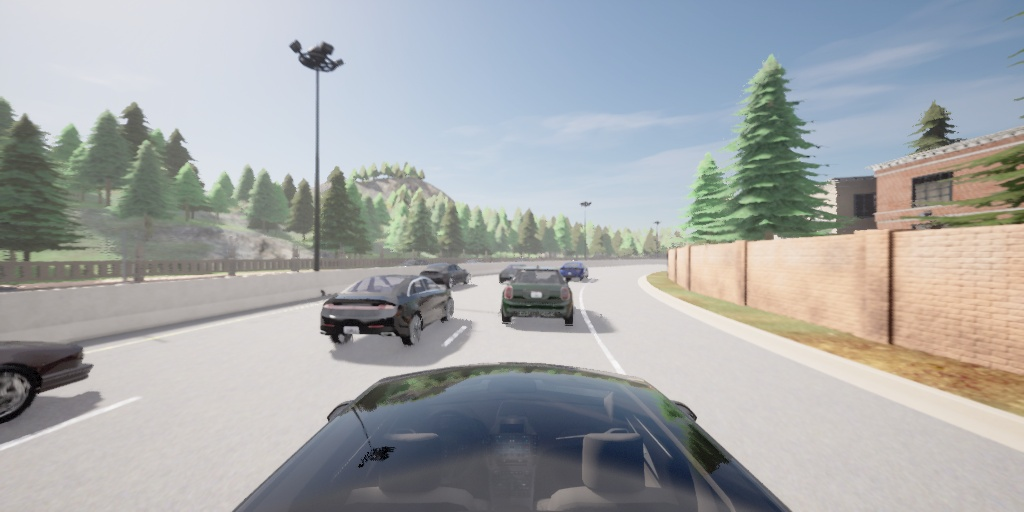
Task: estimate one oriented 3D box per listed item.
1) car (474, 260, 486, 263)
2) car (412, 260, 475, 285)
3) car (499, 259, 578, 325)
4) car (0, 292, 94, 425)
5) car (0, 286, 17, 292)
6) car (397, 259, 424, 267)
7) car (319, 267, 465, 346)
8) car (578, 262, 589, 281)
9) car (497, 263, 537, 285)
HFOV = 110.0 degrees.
[{"bbox_3d":[-5.379,1.206,50.039,2.033,1.411,5.357,0,0,28],"label":"car"},{"bbox_3d":[-4.188,1.206,22.905,1.837,1.490,4.892,0,0,13],"label":"car"},{"bbox_3d":[0.932,1.092,12.044,2.097,1.767,4.553,0,0,7],"label":"car"},{"bbox_3d":[-6.840,1.264,2.501,2.033,1.411,5.357,0,0,1],"label":"car"},{"bbox_3d":[-13.764,1.181,7.265,1.837,1.490,4.892,0,0,4],"label":"car"},{"bbox_3d":[-12.036,1.140,44.051,1.837,1.490,4.892,0,0,23],"label":"car"},{"bbox_3d":[-2.893,1.217,9.337,2.128,1.511,4.902,0,0,5],"label":"car"},{"bbox_3d":[5.336,1.214,30.499,1.882,1.535,5.008,0,0,19],"label":"car"},{"bbox_3d":[0.461,1.282,26.721,1.994,1.385,4.181,0,0,16],"label":"car"}]
